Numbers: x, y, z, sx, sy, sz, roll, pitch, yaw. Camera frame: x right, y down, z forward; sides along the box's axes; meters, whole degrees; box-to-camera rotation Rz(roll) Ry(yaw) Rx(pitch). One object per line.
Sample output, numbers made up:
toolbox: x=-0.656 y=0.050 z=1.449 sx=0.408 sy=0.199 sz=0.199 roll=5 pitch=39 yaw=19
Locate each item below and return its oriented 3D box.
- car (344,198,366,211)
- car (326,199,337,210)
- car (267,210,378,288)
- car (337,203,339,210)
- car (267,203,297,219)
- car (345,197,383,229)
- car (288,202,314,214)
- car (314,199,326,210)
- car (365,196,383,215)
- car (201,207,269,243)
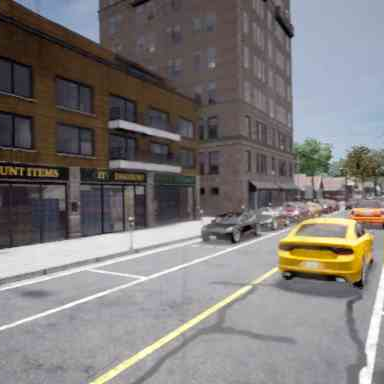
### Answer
car: x=19.642 y=1.476 z=39.994 sx=1.837 sy=1.490 sz=4.892 roll=-2 pitch=-1 yaw=33
car: x=13.775 y=1.487 z=35.523 sx=1.967 sy=1.590 sz=4.097 roll=-2 pitch=-1 yaw=32
car: x=3.965 y=1.481 z=9.462 sx=1.882 sy=1.535 sz=5.008 roll=-2 pitch=-1 yaw=32
car: x=16.702 y=1.614 z=40.202 sx=1.802 sy=1.307 sz=4.206 roll=-2 pitch=-1 yaw=32
car: x=5.007 y=1.643 z=21.479 sx=2.008 sy=1.369 sz=4.403 roll=-2 pitch=-1 yaw=32
car: x=11.596 y=1.309 z=21.680 sx=2.097 sy=1.767 sz=4.553 roll=-2 pitch=-1 yaw=32
car: x=7.928 y=1.516 z=26.161 sx=1.967 sy=1.590 sz=4.097 roll=-2 pitch=-1 yaw=32
car: x=10.763 y=1.587 z=30.697 sx=1.752 sy=1.417 sz=4.829 roll=-2 pitch=-1 yaw=32
car: x=18.826 y=1.275 z=33.445 sx=2.097 sy=1.767 sz=4.553 roll=-2 pitch=-1 yaw=32
car: x=2.084 y=1.676 z=16.799 sx=1.947 sy=1.339 sz=4.313 roll=-1 pitch=-1 yaw=32
